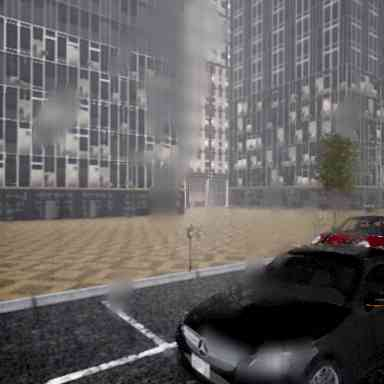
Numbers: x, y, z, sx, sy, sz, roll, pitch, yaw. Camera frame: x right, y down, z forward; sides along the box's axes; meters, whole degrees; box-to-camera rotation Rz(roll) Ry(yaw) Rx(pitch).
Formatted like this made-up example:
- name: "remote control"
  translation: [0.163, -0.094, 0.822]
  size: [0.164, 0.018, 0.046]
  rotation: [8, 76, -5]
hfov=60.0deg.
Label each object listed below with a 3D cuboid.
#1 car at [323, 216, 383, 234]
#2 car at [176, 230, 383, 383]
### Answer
- name: "car"
  translation: [5.550, 1.492, 10.516]
  size: [4.097, 1.590, 1.967]
  rotation: [0, 0, -35]
- name: "car"
  translation: [1.989, 1.546, 4.778]
  size: [4.674, 1.442, 1.812]
  rotation: [0, 0, -35]
